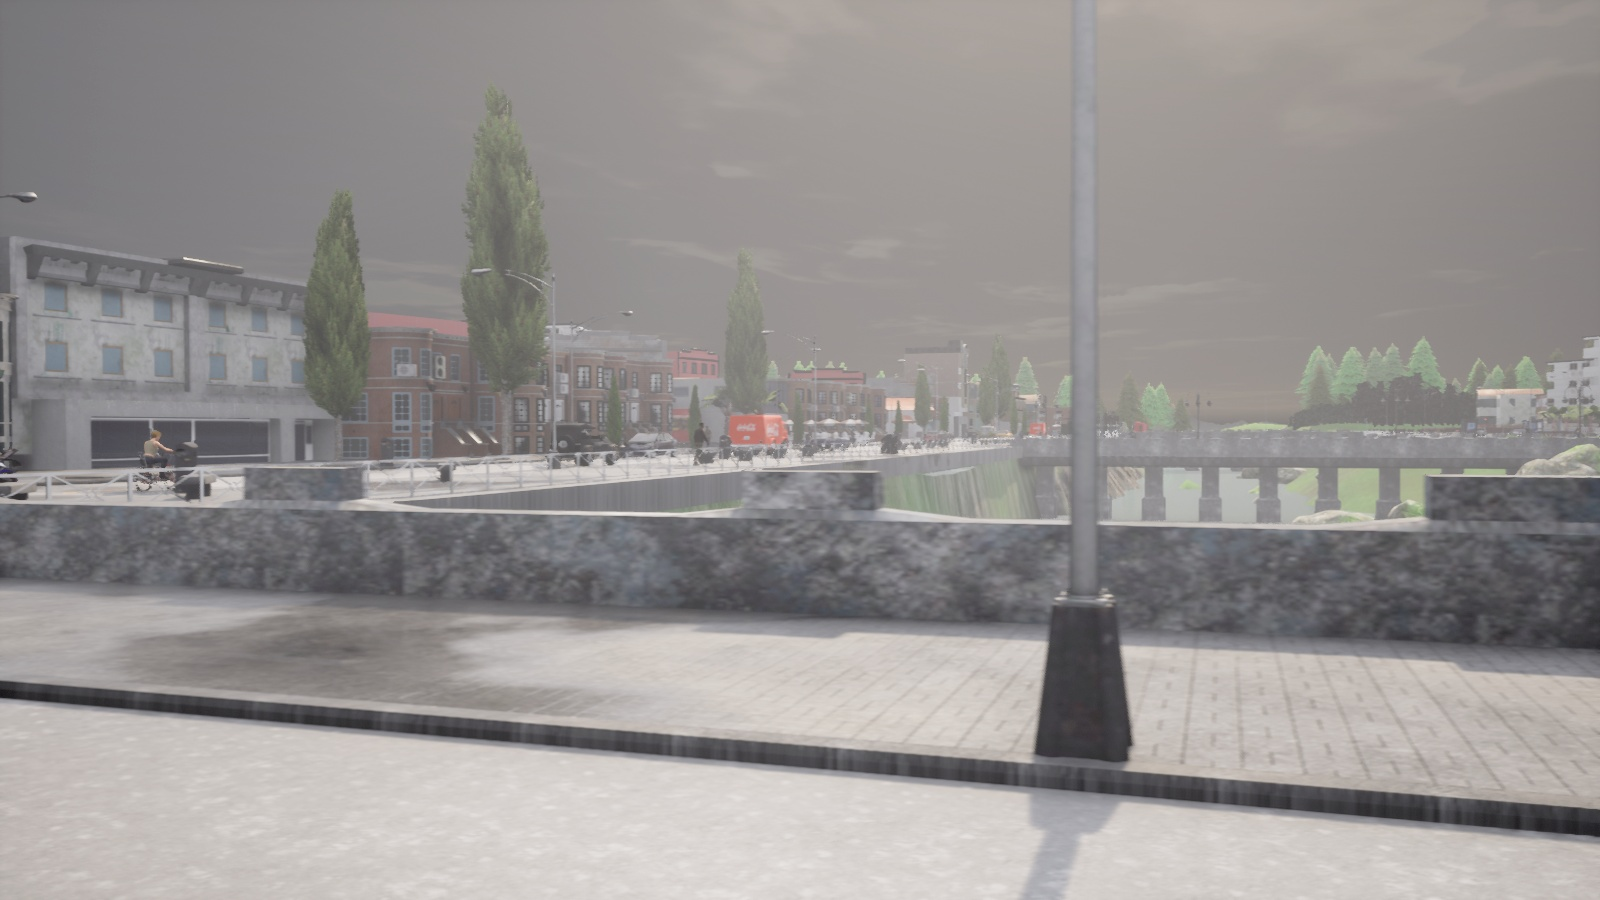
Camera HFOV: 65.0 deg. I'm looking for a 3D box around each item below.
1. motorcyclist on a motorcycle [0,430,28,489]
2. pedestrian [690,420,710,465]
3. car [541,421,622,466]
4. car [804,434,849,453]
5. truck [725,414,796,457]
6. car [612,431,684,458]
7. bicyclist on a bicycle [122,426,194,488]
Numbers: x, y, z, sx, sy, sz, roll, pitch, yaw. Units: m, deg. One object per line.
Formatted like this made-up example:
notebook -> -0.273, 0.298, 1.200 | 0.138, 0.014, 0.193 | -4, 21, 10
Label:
motorcyclist on a motorcycle -> -21.339, 0.259, 32.574 | 0.866, 1.530, 2.191 | 1, 1, 19
pedestrian -> -4.183, -0.318, 52.361 | 0.703, 1.840, 0.431 | -1, 1, -43
car -> -9.542, -0.296, 55.070 | 1.905, 1.878, 3.866 | 1, 1, 19
car -> 1.930, -0.494, 89.126 | 1.895, 1.301, 4.718 | 1, 1, 19
truck -> -2.355, -0.893, 76.393 | 2.627, 2.467, 5.204 | 1, 1, 19
car -> -8.492, -0.339, 70.722 | 2.163, 1.488, 4.792 | 1, 1, 19
bicyclist on a bicycle -> -16.923, 0.169, 33.114 | 0.866, 1.612, 1.509 | 1, 1, 18
